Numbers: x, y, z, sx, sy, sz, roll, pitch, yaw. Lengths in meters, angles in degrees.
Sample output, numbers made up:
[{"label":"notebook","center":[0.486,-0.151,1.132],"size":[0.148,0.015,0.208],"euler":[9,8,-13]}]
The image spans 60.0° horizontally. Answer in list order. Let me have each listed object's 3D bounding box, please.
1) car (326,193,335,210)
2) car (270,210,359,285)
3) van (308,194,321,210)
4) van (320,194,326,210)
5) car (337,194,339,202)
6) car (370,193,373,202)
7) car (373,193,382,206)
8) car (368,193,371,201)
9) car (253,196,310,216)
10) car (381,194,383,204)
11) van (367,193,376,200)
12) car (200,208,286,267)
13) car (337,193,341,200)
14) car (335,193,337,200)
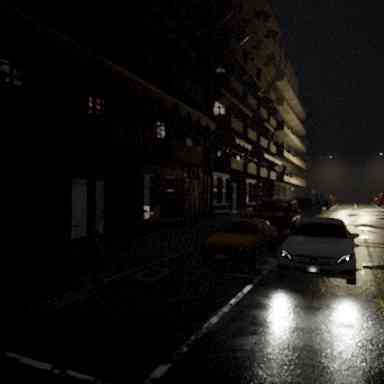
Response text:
[{"label":"car","center":[16.242,1.203,41.631],"size":[2.192,1.841,5.009],"euler":[1,1,26]},{"label":"car","center":[3.789,1.493,9.738],"size":[1.812,1.442,4.674],"euler":[0,0,26]},{"label":"van","center":[9.075,1.265,26.666],"size":[1.690,1.788,3.998],"euler":[1,1,26]},{"label":"van","center":[11.464,1.252,31.656],"size":[1.690,1.788,3.998],"euler":[1,1,26]},{"label":"car","center":[23.404,1.429,56.599],"size":[1.947,1.339,4.313],"euler":[1,1,26]},{"label":"car","center":[32.846,1.253,58.144],"size":[1.967,1.590,4.097],"euler":[1,0,26]},{"label":"car","center":[28.069,1.139,48.165],"size":[2.192,1.841,5.009],"euler":[1,1,26]},{"label":"car","center":[37.622,1.391,68.123],"size":[1.802,1.307,4.206],"euler":[1,0,26]},{"label":"car","center":[4.300,1.274,16.692],"size":[2.192,1.841,5.009],"euler":[1,1,26]},{"label":"car","center":[23.328,1.282,38.171],"size":[1.967,1.590,4.097],"euler":[1,1,26]},{"label":"van","center":[44.792,1.160,83.089],"size":[1.690,1.788,3.998],"euler":[1,0,26]},{"label":"car","center":[1.833,1.505,11.552],"size":[1.752,1.417,4.829],"euler":[1,1,26]},{"label":"car","center":[30.573,1.170,71.560],"size":[2.192,1.841,5.009],"euler":[1,0,26]},{"label":"car","center":[18.630,1.193,46.619],"size":[2.192,1.841,5.009],"euler":[1,1,26]}]
